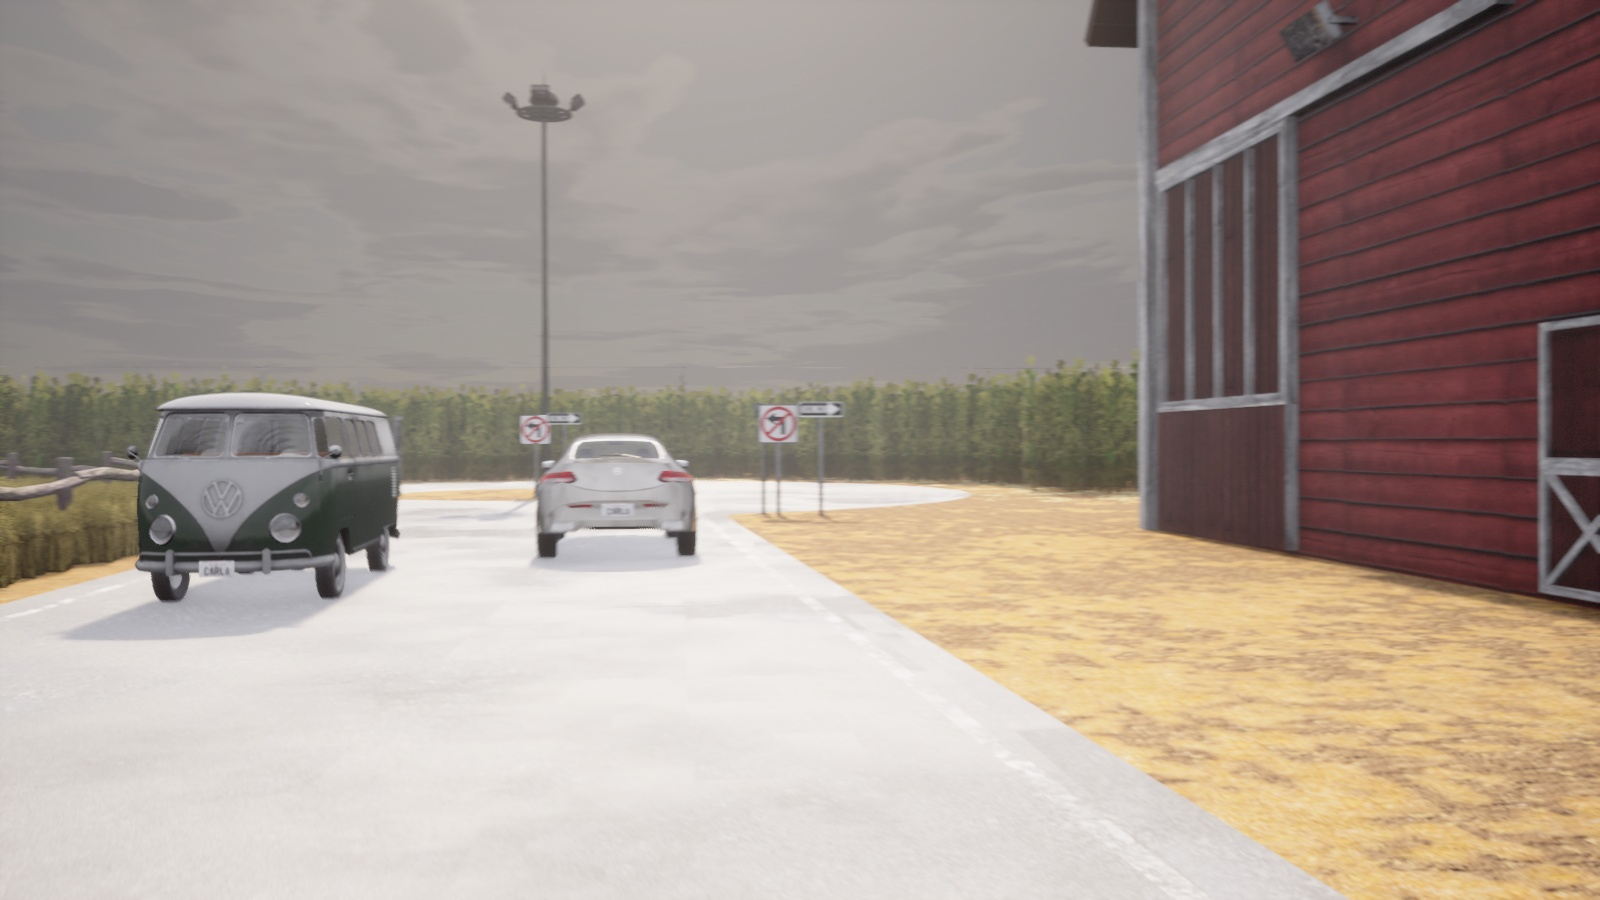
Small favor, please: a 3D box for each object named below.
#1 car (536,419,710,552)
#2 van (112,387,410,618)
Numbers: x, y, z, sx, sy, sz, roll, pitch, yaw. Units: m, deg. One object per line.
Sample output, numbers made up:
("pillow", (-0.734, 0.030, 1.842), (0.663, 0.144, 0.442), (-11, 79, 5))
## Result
("car", (-2.573, 0.426, 18.202), (2.152, 1.651, 5.027), (0, 0, -8))
("van", (-5.353, 0.434, 13.114), (1.775, 1.987, 4.442), (0, 0, -8))
